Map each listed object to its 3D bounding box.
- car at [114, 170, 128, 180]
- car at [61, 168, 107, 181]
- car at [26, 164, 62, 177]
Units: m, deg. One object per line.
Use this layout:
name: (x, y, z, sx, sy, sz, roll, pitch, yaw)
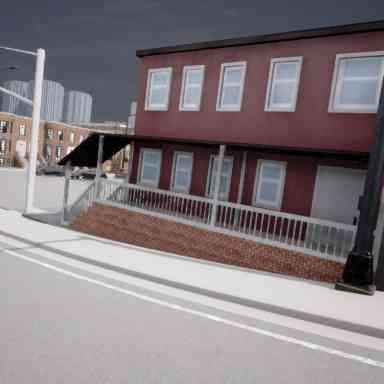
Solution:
car: (-9.225, -2.528, 48.958, 1.812, 1.442, 4.674, 10, 6, 35)
car: (-12.203, -2.038, 38.923, 1.837, 1.490, 4.892, 10, 5, 35)
car: (-16.813, -2.499, 38.465, 1.994, 1.385, 4.181, 10, 6, 35)
